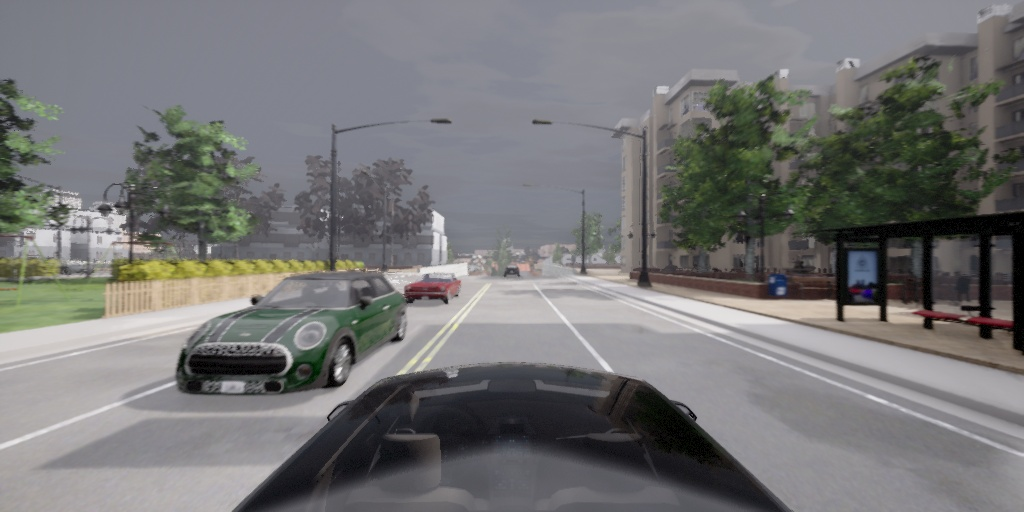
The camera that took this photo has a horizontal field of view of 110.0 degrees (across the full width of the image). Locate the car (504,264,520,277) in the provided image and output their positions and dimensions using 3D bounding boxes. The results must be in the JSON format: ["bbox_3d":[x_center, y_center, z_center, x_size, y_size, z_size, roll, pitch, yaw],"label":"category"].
[{"bbox_3d":[0.011,1.787,44.409,1.882,1.535,5.008,0,-2,0],"label":"car"}]

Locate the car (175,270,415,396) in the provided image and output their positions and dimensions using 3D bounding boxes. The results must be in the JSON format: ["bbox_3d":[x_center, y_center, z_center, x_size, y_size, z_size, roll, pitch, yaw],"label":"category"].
[{"bbox_3d":[-3.603,1.118,6.883,2.097,1.767,4.553,0,0,0],"label":"car"}]

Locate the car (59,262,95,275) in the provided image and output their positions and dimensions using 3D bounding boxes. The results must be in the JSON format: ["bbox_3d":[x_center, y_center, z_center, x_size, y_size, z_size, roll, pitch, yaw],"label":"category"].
[{"bbox_3d":[-44.195,1.248,35.491,4.181,1.385,1.994,0,0,0],"label":"car"}]

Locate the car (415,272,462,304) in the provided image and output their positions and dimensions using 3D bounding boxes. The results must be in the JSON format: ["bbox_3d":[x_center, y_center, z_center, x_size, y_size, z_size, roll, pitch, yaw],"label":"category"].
[{"bbox_3d":[-3.607,1.455,17.127,1.895,1.301,4.718,0,0,0],"label":"car"}]
